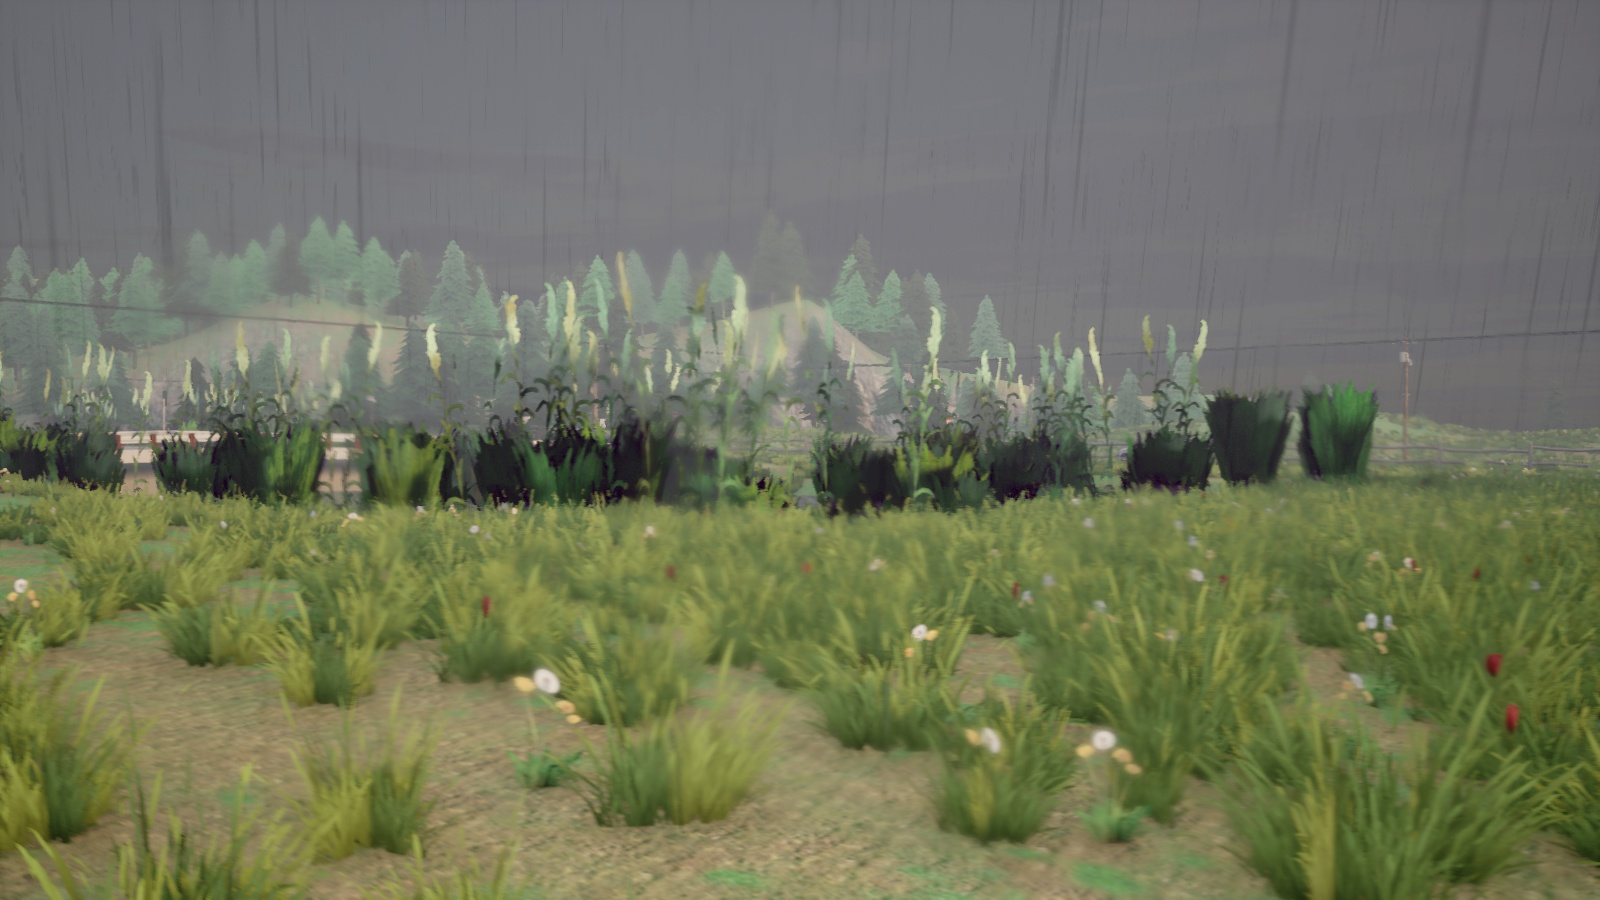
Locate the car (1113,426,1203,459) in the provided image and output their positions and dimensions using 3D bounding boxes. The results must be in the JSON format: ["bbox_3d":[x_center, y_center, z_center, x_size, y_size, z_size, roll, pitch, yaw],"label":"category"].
[{"bbox_3d":[18.118,-0.368,63.613,3.988,1.617,1.851,0,1,39],"label":"car"}]

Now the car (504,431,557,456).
[{"bbox_3d":[-20.561,-0.470,95.733,3.866,1.878,1.905,0,1,40],"label":"car"}]
